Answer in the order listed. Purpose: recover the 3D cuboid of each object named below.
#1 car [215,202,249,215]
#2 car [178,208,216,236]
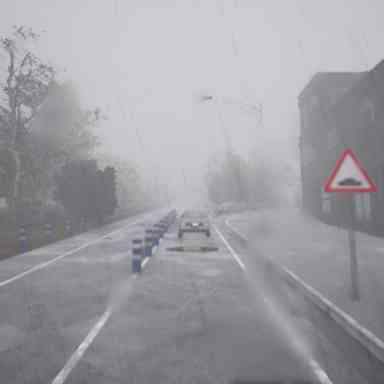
[{"bbox_3d":[4.547,1.853,38.017,2.033,1.411,5.357,-6,-3,37],"label":"car"},{"bbox_3d":[0.126,1.806,20.092,2.033,1.411,5.357,0,-1,0],"label":"car"}]
